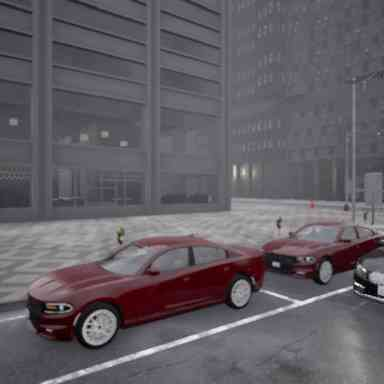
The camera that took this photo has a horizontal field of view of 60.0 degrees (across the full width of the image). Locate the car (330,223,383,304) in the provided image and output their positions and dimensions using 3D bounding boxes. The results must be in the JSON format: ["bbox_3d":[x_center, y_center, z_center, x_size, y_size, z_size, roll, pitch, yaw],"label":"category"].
[{"bbox_3d":[5.413,1.466,7.168,4.902,1.511,2.128,0,0,-35],"label":"car"}]

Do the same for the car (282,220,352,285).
[{"bbox_3d":[3.896,1.518,9.442,4.507,1.381,1.887,0,0,-35],"label":"car"}]

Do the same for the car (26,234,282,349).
[{"bbox_3d":[-0.602,1.535,6.233,4.507,1.381,1.887,0,0,-35],"label":"car"}]
